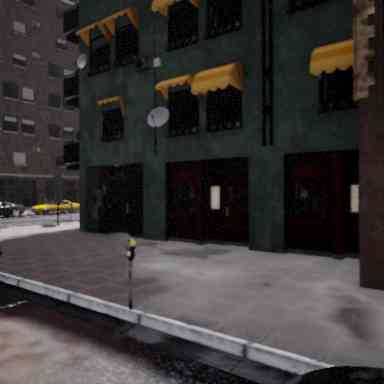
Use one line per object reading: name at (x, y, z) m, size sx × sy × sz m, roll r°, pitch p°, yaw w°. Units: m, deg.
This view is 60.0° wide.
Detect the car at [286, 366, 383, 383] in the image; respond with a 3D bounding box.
car at (2.311, 1.545, 1.225) m, size 4.403 × 1.369 × 2.008 m, roll 0°, pitch 0°, yaw 36°

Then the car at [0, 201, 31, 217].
car at (-16.263, 1.480, 27.661) m, size 2.008 × 1.369 × 4.403 m, roll 1°, pitch 1°, yaw 35°

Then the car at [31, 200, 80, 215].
car at (-13.174, 1.380, 32.086) m, size 1.752 × 1.417 × 4.829 m, roll 1°, pitch 1°, yaw 35°
